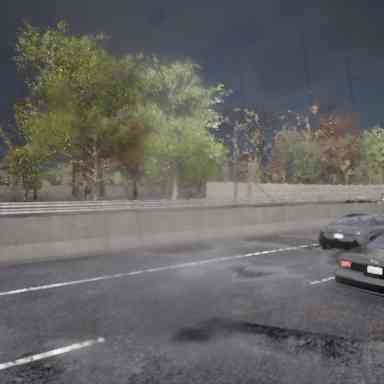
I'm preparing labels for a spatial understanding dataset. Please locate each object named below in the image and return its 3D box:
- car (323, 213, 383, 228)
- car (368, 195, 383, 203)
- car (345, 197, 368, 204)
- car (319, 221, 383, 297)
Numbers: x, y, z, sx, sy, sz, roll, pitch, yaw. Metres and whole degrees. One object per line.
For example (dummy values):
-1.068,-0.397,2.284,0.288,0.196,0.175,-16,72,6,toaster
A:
6.840,1.527,12.955,4.181,1.385,1.994,0,0,-35,car
29.398,1.229,50.688,4.553,1.767,2.097,0,0,-35,car
26.333,1.480,52.798,4.718,1.301,1.895,0,0,-35,car
5.527,1.522,7.755,5.357,1.411,2.033,0,0,-35,car
